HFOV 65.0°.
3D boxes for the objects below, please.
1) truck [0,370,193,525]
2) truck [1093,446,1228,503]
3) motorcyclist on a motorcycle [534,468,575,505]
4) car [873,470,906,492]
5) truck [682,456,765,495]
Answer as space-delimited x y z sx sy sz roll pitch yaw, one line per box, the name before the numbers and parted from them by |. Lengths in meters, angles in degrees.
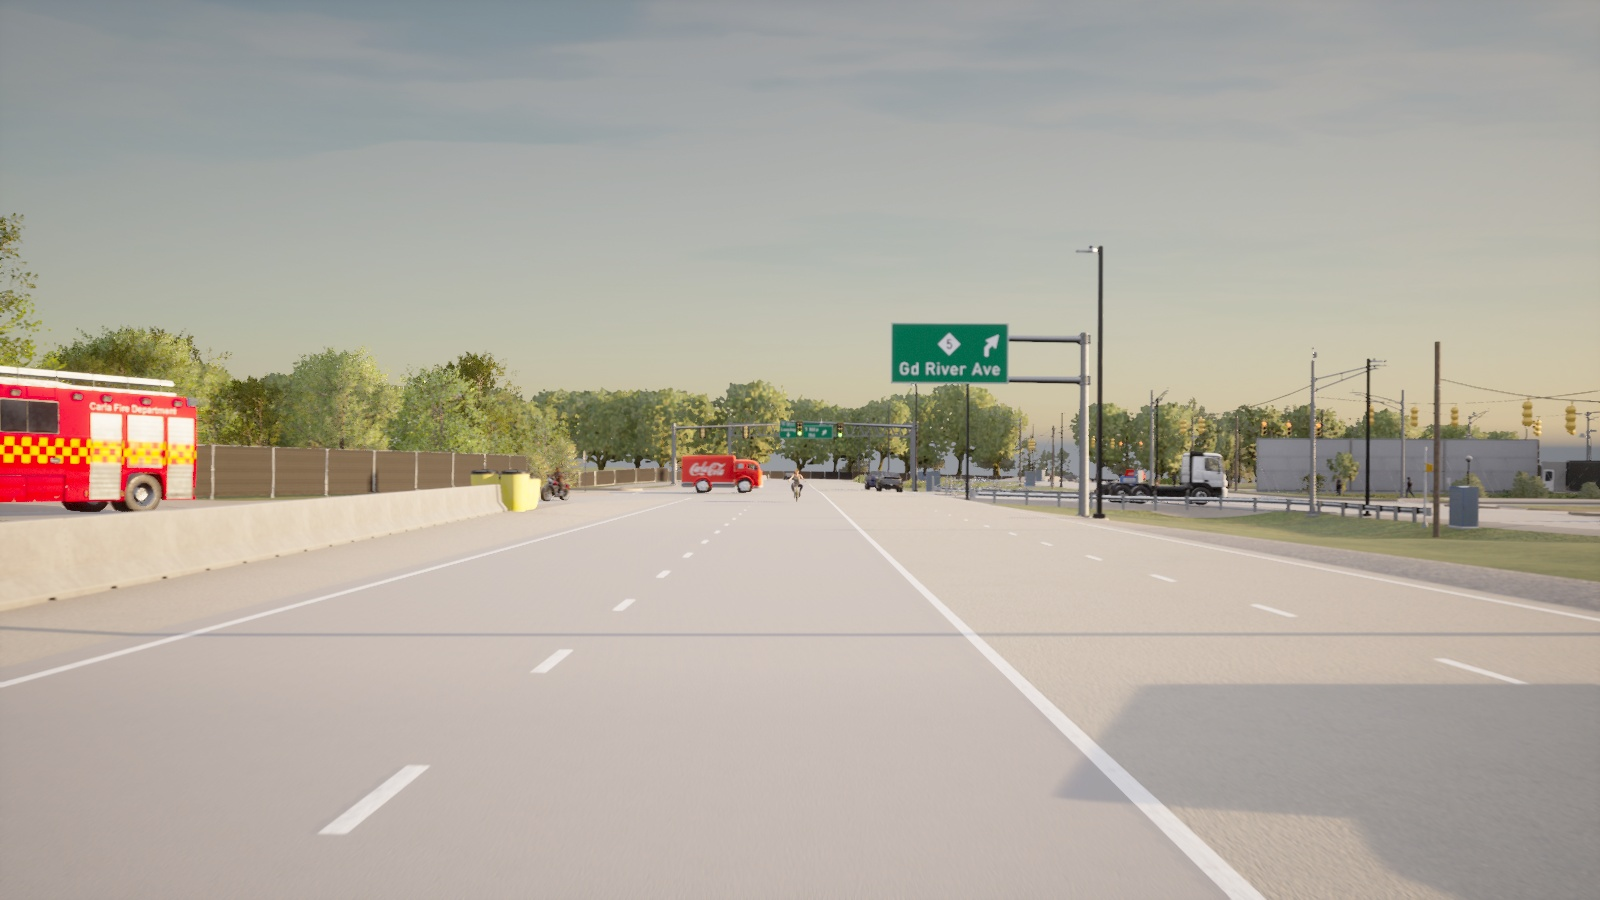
truck | -20.580 -0.027 32.952 2.891 3.827 8.468 0 -1 24
truck | 23.304 1.578 81.489 7.936 3.462 2.891 1 -1 1
motorcyclist on a motorcycle | -11.141 1.629 57.071 0.766 1.649 2.350 0 -1 19
car | 6.791 2.359 95.967 2.128 1.511 4.902 2 -1 0
truck | -4.927 1.629 81.448 5.204 2.467 2.627 0 -1 0
